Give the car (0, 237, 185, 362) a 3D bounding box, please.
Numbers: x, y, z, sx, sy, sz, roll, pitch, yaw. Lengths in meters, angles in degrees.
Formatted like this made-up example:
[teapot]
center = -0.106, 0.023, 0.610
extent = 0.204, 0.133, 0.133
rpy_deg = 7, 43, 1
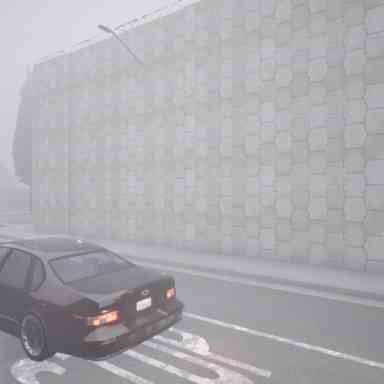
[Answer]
[car]
center = -2.693, 1.547, 5.902
extent = 5.357, 1.411, 2.033
rpy_deg = 0, 0, 35
